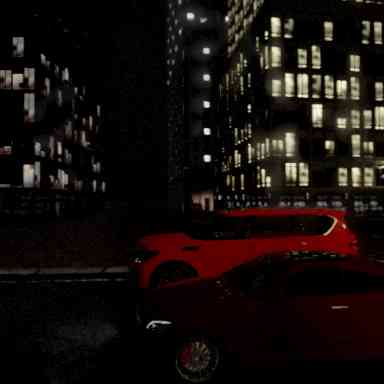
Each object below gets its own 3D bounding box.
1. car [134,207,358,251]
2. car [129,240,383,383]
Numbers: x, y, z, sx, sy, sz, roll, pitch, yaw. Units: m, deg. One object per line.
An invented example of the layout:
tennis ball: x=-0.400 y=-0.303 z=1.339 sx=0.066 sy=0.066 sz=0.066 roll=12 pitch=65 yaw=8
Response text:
car: x=1.263 y=1.418 z=8.267 sx=5.566 sy=2.045 sz=2.150 roll=0 pitch=-1 yaw=-6
car: x=1.505 y=1.644 z=5.016 sx=4.674 sy=1.442 sz=1.812 roll=0 pitch=-1 yaw=-6
